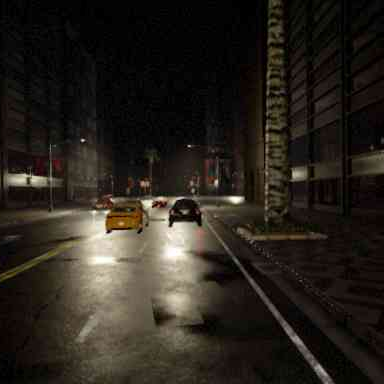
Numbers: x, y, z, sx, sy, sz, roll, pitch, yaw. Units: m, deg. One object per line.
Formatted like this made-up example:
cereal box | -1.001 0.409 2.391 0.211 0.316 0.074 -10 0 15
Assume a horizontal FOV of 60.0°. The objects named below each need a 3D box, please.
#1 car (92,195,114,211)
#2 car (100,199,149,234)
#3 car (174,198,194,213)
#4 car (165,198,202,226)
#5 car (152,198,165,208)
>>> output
car | -10.919 1.492 41.167 1.812 1.442 4.674 -1 0 -1
car | -3.631 1.437 19.228 1.882 1.535 5.008 -1 0 -2
car | -0.891 1.397 36.359 2.033 1.411 5.357 -1 0 -1
car | -0.477 1.255 22.436 2.097 1.767 4.553 -1 0 -1
car | -4.349 1.462 45.291 1.895 1.301 4.718 -1 0 -2
